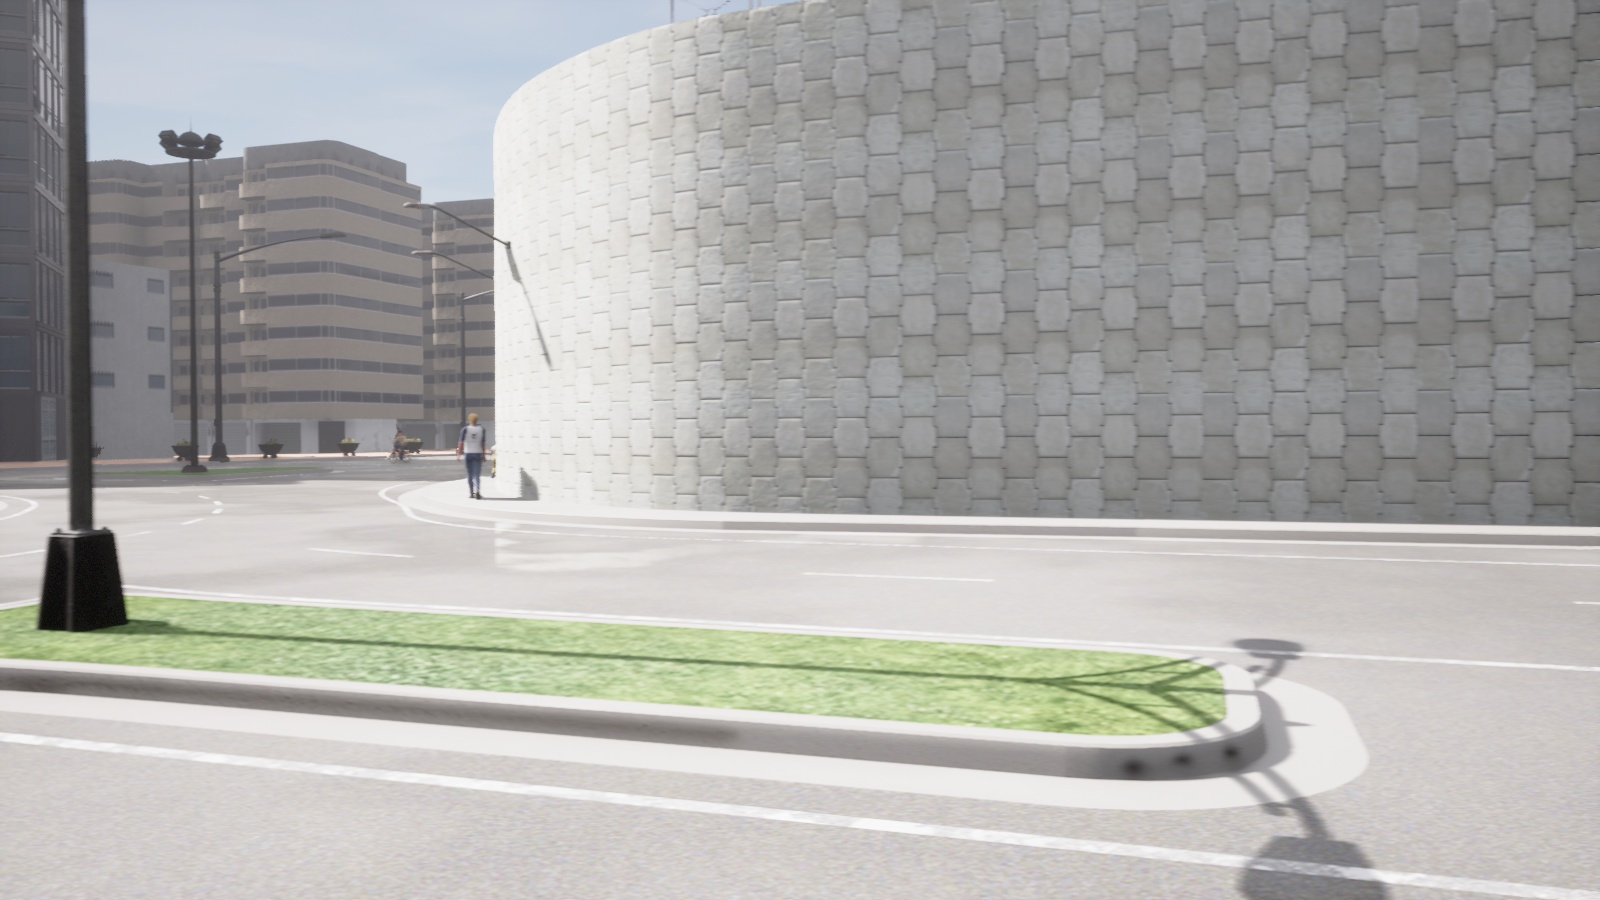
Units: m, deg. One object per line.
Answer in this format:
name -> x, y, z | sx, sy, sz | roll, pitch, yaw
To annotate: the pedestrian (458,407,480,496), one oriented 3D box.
pedestrian -> -6.925, 0.032, 26.251 | 0.354, 1.836, 0.706 | 0, 1, -22
